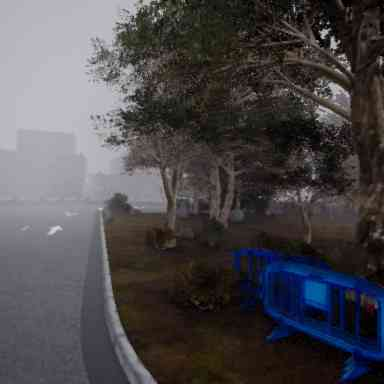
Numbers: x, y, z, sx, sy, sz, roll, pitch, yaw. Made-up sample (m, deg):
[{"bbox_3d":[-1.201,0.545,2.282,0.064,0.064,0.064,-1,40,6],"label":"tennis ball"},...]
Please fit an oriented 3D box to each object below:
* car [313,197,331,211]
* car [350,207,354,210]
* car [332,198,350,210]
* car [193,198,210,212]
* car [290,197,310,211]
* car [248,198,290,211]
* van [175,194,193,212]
[{"bbox_3d":[14.518,1.380,41.358,2.185,1.767,4.553,0,1,-15],"label":"car"},{"bbox_3d":[19.876,1.522,42.806,2.097,1.535,5.008,0,1,-15],"label":"car"},{"bbox_3d":[17.192,1.553,42.099,2.002,1.452,4.674,0,1,-15],"label":"car"},{"bbox_3d":[1.094,1.494,37.837,2.163,1.488,4.792,0,1,-15],"label":"car"},{"bbox_3d":[11.825,1.496,40.680,2.097,1.535,5.008,0,1,-15],"label":"car"},{"bbox_3d":[9.138,1.488,39.986,2.231,1.521,4.892,0,1,-15],"label":"car"},{"bbox_3d":[-1.623,1.228,37.269,1.878,1.987,4.442,0,1,-15],"label":"van"}]
